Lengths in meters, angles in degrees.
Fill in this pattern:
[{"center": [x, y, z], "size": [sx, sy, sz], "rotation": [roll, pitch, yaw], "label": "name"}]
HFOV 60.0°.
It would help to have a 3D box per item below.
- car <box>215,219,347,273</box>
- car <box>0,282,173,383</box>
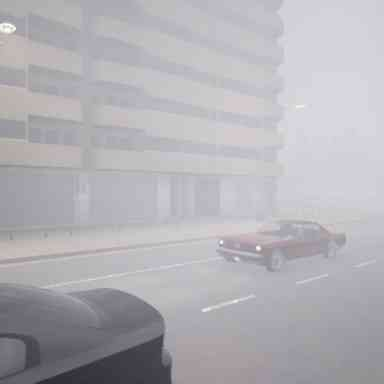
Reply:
[{"center": [3.023, 1.601, 10.862], "size": [4.718, 1.301, 1.895], "rotation": [0, 0, -38], "label": "car"}, {"center": [-2.470, 1.478, 2.086], "size": [5.008, 1.535, 1.882], "rotation": [0, 0, -38], "label": "car"}]
